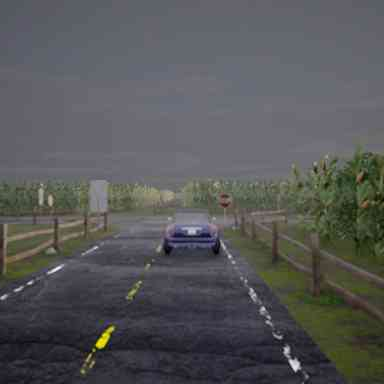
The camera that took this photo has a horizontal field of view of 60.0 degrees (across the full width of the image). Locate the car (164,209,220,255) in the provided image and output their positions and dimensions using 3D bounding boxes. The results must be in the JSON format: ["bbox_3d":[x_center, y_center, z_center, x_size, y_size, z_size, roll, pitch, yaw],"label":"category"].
[{"bbox_3d":[0.004,1.485,14.080,2.097,1.767,4.553,0,-1,0],"label":"car"}]
